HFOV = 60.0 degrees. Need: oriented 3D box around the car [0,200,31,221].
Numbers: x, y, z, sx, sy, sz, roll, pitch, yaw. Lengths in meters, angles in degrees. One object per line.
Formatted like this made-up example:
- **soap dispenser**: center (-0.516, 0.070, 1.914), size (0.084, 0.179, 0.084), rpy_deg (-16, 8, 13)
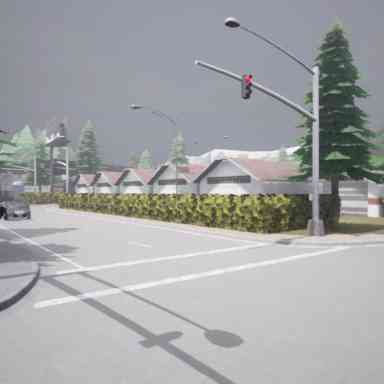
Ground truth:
- **car**: center (-14.680, 1.452, 27.468), size (2.128, 1.511, 4.902), rpy_deg (0, 1, -38)
